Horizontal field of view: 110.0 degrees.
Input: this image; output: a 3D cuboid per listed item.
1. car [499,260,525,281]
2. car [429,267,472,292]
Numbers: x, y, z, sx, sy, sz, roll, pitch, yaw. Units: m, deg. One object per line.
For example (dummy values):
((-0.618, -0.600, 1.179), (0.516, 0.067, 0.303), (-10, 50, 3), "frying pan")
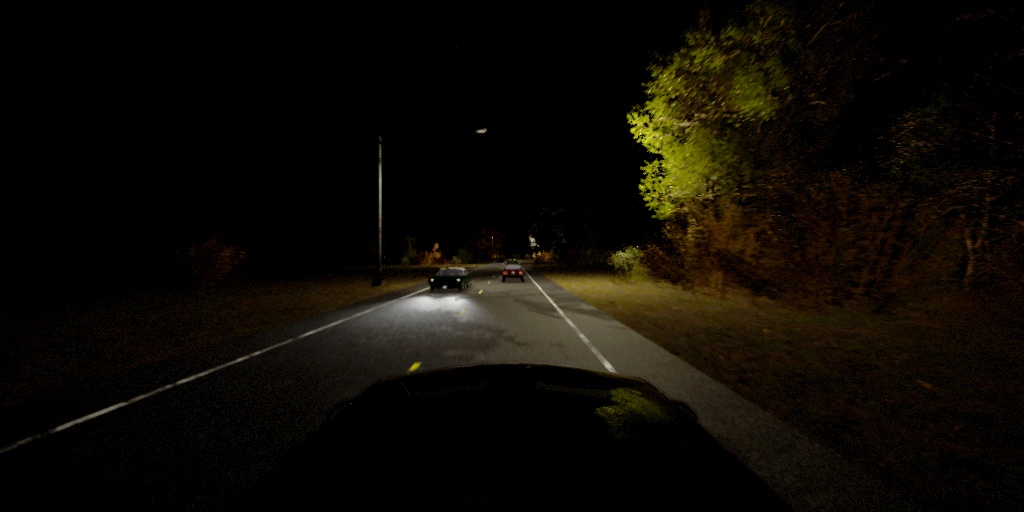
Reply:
((0.090, 1.329, 30.119), (2.033, 1.411, 5.357), (0, 0, 0), "car")
((-3.599, 1.373, 21.497), (1.895, 1.301, 4.718), (0, 0, 0), "car")
